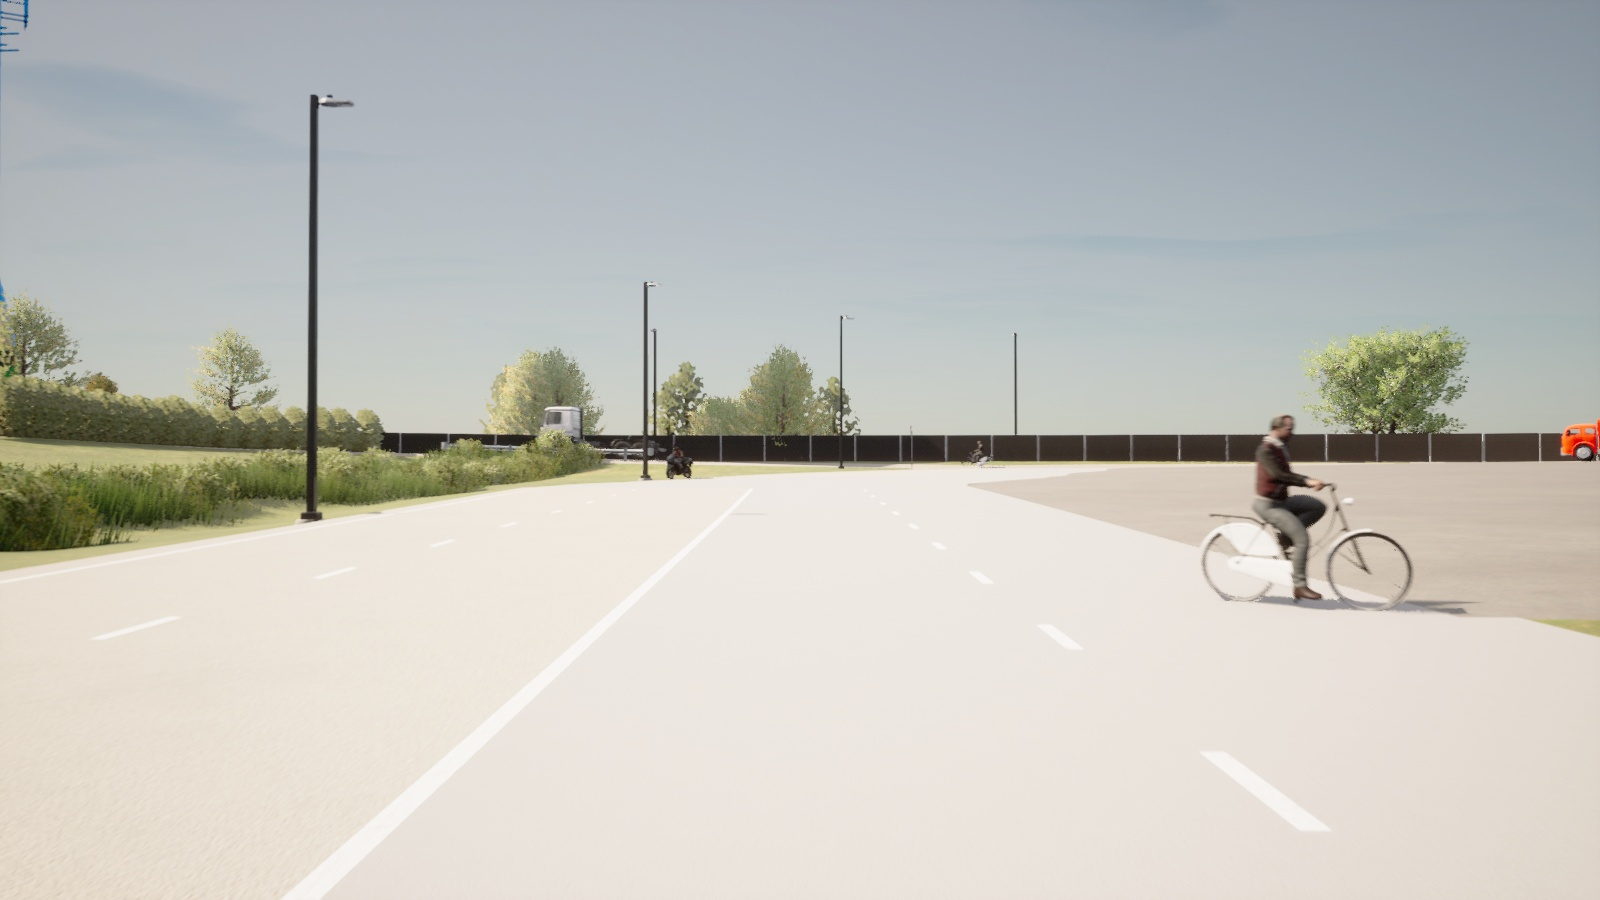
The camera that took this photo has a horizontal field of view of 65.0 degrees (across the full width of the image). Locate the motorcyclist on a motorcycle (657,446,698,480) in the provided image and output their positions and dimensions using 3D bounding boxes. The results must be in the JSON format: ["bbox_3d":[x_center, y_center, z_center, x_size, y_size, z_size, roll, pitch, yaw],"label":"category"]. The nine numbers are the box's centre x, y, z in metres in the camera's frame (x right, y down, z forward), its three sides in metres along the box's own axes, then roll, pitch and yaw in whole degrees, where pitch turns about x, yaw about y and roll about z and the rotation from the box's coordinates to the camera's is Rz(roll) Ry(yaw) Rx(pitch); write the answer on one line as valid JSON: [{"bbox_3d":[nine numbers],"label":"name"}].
[{"bbox_3d":[-5.554,0.576,57.068,0.797,1.523,2.044,-1,0,29],"label":"motorcyclist on a motorcycle"}]

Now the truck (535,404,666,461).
[{"bbox_3d":[-13.015,-1.127,82.219,7.936,3.462,2.891,1,-1,3],"label":"truck"}]

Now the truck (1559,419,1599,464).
[{"bbox_3d":[46.549,-0.493,71.855,5.204,2.467,2.627,-1,-1,32],"label":"truck"}]

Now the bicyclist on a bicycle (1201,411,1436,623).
[{"bbox_3d":[4.640,0.562,11.299,1.843,1.776,0.659,0,0,36],"label":"bicyclist on a bicycle"}]
